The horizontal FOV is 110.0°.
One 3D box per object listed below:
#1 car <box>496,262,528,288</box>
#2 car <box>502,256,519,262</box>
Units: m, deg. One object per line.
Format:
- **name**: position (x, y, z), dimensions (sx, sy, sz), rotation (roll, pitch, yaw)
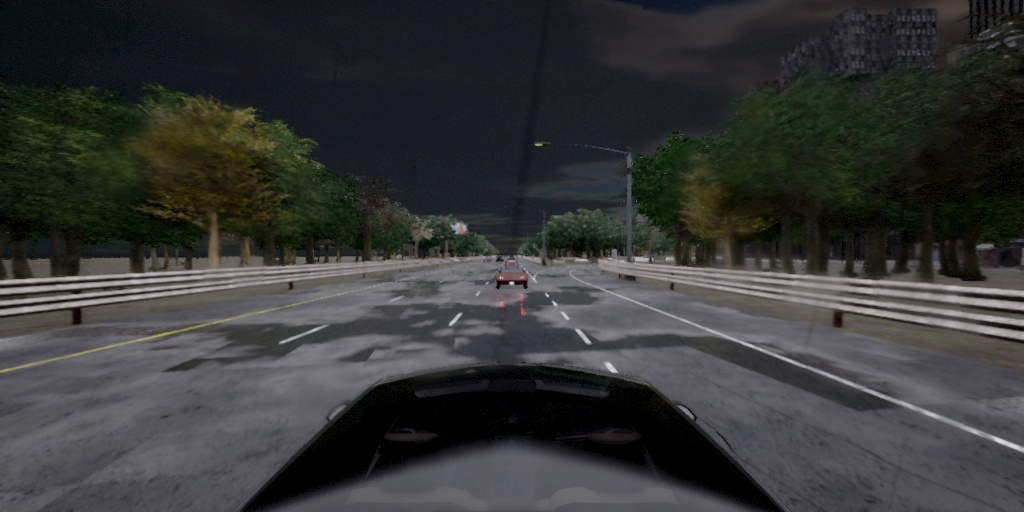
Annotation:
- **car**: position (-0.005, 1.282, 23.005), dimensions (1.895, 1.301, 4.718), rotation (0, 0, 0)
- **car**: position (-0.008, 1.128, 47.170), dimensions (1.812, 1.442, 4.674), rotation (0, 0, 0)
